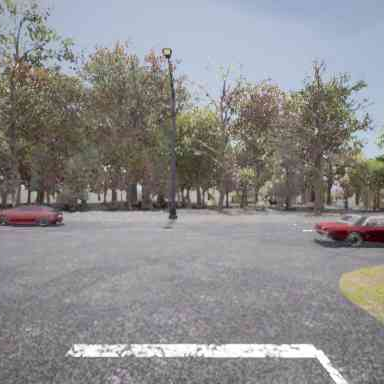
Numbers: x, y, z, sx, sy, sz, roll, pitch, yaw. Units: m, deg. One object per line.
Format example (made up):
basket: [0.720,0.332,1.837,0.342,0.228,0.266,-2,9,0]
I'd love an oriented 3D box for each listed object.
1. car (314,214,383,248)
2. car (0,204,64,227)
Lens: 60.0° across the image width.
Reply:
car: [7.931,1.628,14.331,4.718,1.301,1.895,0,0,0]
car: [-10.512,1.495,21.492,4.181,1.385,1.994,0,0,1]
